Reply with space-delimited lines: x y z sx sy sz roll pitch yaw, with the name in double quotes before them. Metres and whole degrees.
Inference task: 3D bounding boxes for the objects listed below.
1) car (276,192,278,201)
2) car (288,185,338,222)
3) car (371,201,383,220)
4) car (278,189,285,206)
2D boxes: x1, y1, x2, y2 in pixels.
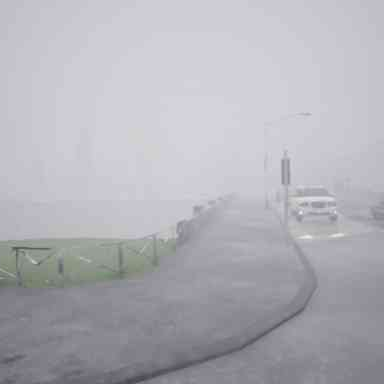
"car" 11.384 0.390 40.754 2.128 1.511 4.902 -1 1 11
"car" 7.355 0.620 20.659 2.150 2.045 5.566 -1 1 11
"car" 11.036 0.937 17.558 1.994 1.385 4.181 -1 1 11
"car" 9.363 0.696 30.717 2.033 1.411 5.357 -1 1 12
